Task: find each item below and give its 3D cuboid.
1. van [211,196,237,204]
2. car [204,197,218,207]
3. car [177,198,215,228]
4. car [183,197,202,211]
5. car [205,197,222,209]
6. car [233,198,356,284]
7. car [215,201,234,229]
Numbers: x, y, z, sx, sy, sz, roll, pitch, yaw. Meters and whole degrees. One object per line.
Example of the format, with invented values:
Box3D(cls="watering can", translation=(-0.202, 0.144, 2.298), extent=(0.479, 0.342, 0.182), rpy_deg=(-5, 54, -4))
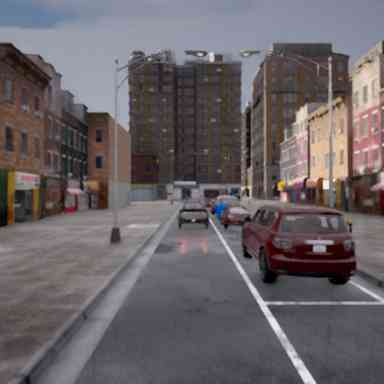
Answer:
Box3D(cls="van", translation=(2.657, 1.196, 25.644), extent=(1.690, 1.788, 3.998), rpy_deg=(1, 0, 0))
Box3D(cls="car", translation=(2.652, 1.369, 47.398), extent=(1.802, 1.307, 4.206), rpy_deg=(1, 0, 0))
Box3D(cls="car", translation=(0.093, 1.369, 20.955), extent=(2.128, 1.511, 4.902), rpy_deg=(0, 0, 0))
Box3D(cls="car", translation=(0.092, 1.360, 38.036), extent=(2.033, 1.411, 5.357), rpy_deg=(0, 0, 0))
Box3D(cls="car", translation=(2.652, 1.384, 41.959), extent=(1.802, 1.307, 4.206), rpy_deg=(1, 0, 0))
Box3D(cls="car", translation=(2.659, 1.253, 9.329), extent=(2.192, 1.841, 5.009), rpy_deg=(1, 0, 0))
Box3D(cls="car", translation=(2.653, 1.461, 20.207), extent=(1.802, 1.307, 4.206), rpy_deg=(1, 0, 0))
